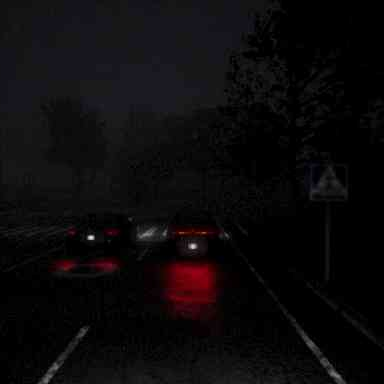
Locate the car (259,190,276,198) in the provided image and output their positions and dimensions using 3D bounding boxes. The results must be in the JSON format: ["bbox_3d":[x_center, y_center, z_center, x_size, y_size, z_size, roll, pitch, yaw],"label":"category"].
[{"bbox_3d":[16.032,0.403,70.930,1.812,1.442,4.674,-1,2,-23],"label":"car"}]

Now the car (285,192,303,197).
[{"bbox_3d":[20.628,0.426,67.240,1.994,1.385,4.181,-1,2,-15],"label":"car"}]

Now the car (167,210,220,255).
[{"bbox_3d":[0.050,1.472,13.130,1.837,1.490,4.892,0,1,1],"label":"car"}]

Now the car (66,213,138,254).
[{"bbox_3d":[-3.450,1.529,13.423,1.994,1.385,4.181,0,0,0],"label":"car"}]
